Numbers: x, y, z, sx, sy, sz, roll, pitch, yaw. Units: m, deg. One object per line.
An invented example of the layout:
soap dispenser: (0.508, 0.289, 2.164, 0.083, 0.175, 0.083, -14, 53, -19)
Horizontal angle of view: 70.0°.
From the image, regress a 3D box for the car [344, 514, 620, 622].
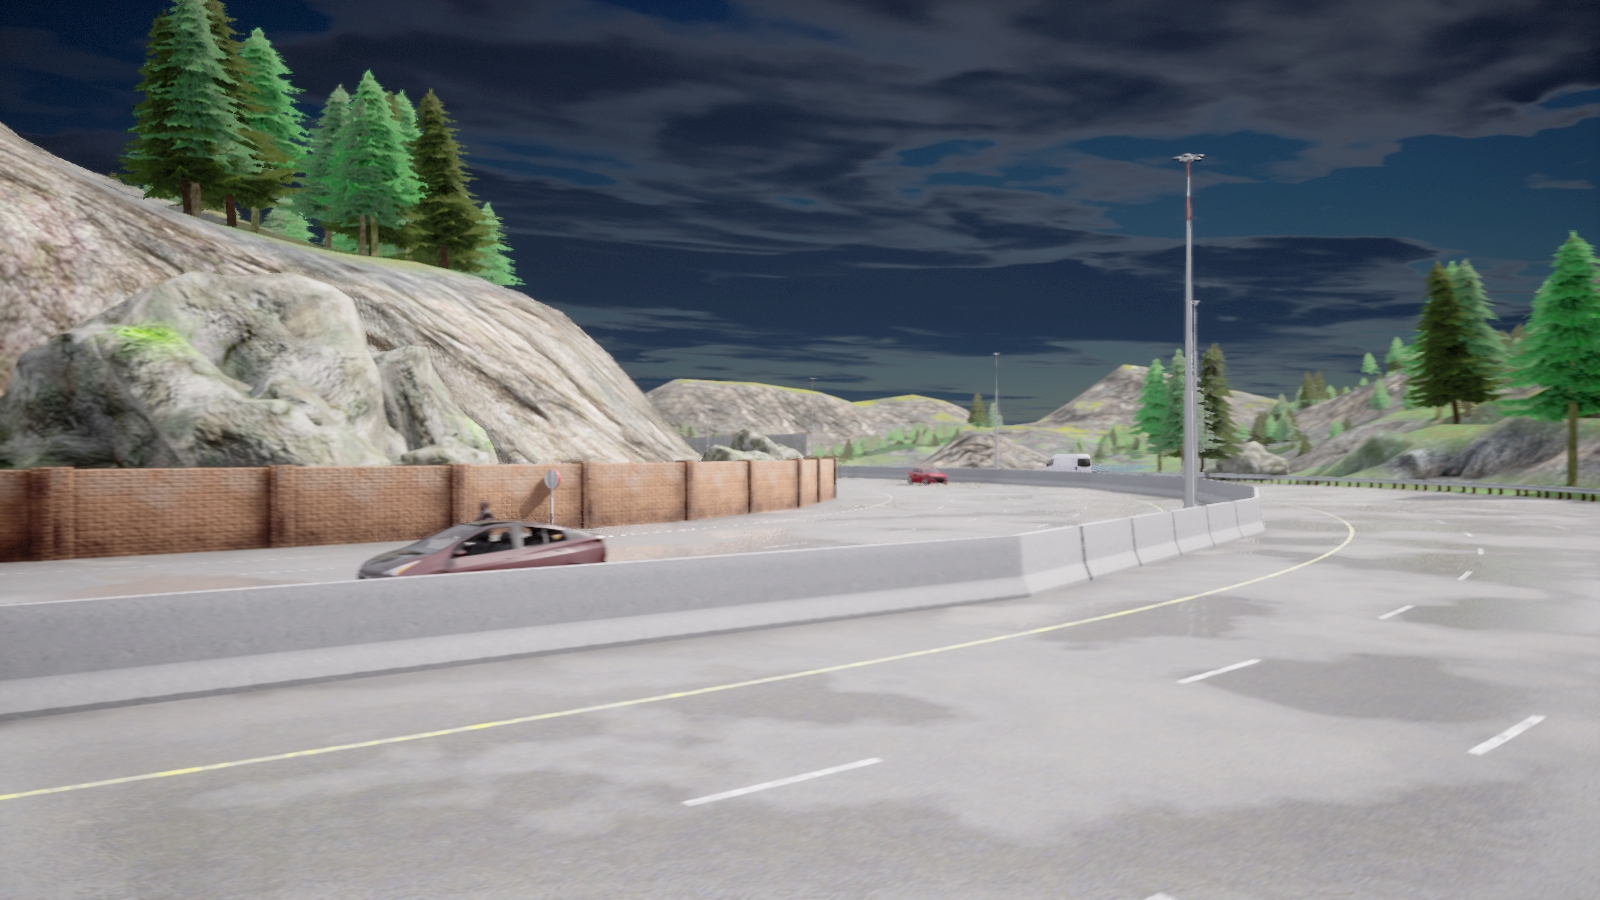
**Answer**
car: (-5.807, 2.086, 21.214, 4.514, 1.525, 2.007, 0, 0, -42)
